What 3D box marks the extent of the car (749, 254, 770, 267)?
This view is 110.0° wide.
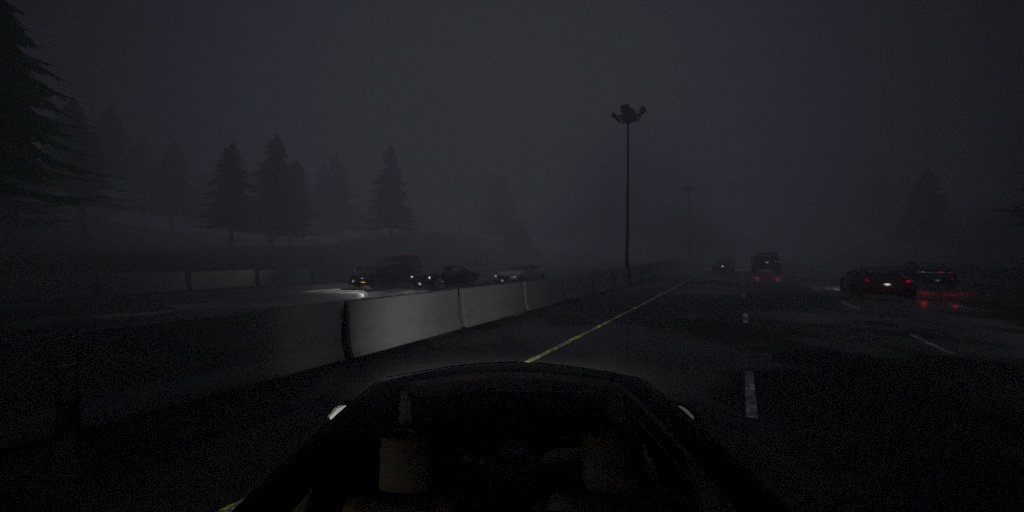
[{"bbox_3d":[32.504,0.583,47.186,2.128,1.511,4.902,0,1,32],"label":"car"}]

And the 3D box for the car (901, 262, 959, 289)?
[{"bbox_3d":[24.355,1.073,21.455,2.128,1.511,4.902,0,1,33],"label":"car"}]

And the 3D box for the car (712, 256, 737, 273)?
[{"bbox_3d":[21.885,0.955,37.088,1.994,1.385,4.181,0,1,33],"label":"car"}]

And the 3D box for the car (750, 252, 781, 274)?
[{"bbox_3d":[24.464,0.627,34.618,2.150,2.045,5.566,0,1,32],"label":"car"}]

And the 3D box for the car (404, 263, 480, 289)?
[{"bbox_3d":[-4.172,1.300,22.686,1.895,1.301,4.718,0,0,33],"label":"car"}]

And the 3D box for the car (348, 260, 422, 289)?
[{"bbox_3d":[-8.047,1.211,23.122,1.837,1.490,4.892,0,0,33],"label":"car"}]

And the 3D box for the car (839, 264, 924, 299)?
[{"bbox_3d":[17.703,1.219,17.548,1.994,1.385,4.181,0,1,33],"label":"car"}]

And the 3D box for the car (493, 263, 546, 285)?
[{"bbox_3d":[0.654,1.203,23.727,1.812,1.442,4.674,0,0,33],"label":"car"}]

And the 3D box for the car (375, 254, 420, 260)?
[{"bbox_3d":[-9.331,0.907,27.611,2.150,2.045,5.566,0,0,33],"label":"car"}]
